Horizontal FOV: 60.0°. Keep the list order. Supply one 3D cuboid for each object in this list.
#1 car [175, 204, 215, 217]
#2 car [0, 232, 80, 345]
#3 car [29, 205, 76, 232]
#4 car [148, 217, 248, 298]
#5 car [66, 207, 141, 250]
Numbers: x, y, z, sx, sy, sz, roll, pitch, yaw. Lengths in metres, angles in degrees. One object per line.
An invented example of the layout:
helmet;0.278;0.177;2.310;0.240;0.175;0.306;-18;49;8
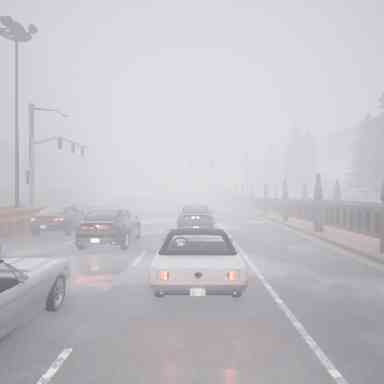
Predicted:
car;0.186;1.384;17.631;1.837;1.490;4.892;0;0;0
car;-3.385;1.576;4.682;1.895;1.301;4.718;0;0;0
car;-6.843;1.405;17.537;1.812;1.442;4.674;0;0;-1
car;0.131;1.549;8.371;1.895;1.301;4.718;0;0;0
car;-3.338;1.411;13.908;1.837;1.490;4.892;0;0;0
